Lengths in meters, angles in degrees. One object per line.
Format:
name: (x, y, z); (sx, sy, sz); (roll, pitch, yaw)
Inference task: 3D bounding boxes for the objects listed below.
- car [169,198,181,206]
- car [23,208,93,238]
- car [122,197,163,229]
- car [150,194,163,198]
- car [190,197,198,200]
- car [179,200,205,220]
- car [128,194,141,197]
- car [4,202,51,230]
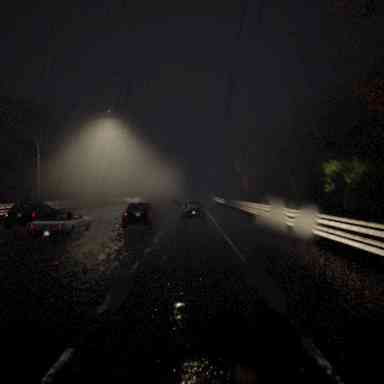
car: (-3.119, 1.832, 61.848); (1.994, 1.385, 4.181); (0, -1, 0)
car: (-6.882, 1.677, 17.978); (1.895, 1.301, 4.718); (0, 0, 0)
car: (-3.368, 1.448, 22.825); (2.097, 1.767, 4.553); (0, 0, 0)
car: (-6.629, 1.478, 60.912); (2.150, 2.045, 5.566); (0, -2, 1)
car: (0.379, 1.768, 61.781); (1.837, 1.490, 4.892); (0, -2, 0)
car: (0.158, 1.691, 29.737); (1.994, 1.385, 4.181); (0, 0, 0)
car: (-10.137, 1.476, 59.572); (2.150, 2.045, 5.566); (0, -1, 0)
car: (-10.371, 1.446, 22.162); (2.097, 1.767, 4.553); (0, 0, 0)
